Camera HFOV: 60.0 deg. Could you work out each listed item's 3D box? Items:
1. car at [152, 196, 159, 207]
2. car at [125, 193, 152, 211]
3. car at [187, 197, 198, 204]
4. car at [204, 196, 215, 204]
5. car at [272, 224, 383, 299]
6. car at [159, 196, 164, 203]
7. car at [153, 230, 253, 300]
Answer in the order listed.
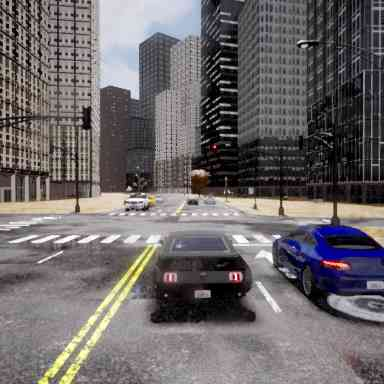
[{"bbox_3d":[-6.549,1.423,50.513,1.882,1.535,5.008,0,0,0],"label":"car"},{"bbox_3d":[-6.565,1.188,40.328,2.150,2.045,5.566,0,0,0],"label":"car"},{"bbox_3d":[0.125,1.524,60.827,1.895,1.301,4.718,0,0,0],"label":"car"},{"bbox_3d":[3.351,1.443,63.374,1.812,1.442,4.674,0,0,-1],"label":"car"},{"bbox_3d":[3.347,1.522,8.339,1.812,1.442,4.674,0,0,1],"label":"car"},{"bbox_3d":[-6.552,1.441,64.692,1.812,1.442,4.674,0,0,0],"label":"car"},{"bbox_3d":[0.104,1.597,8.367,1.895,1.301,4.718,0,0,-3],"label":"car"}]
